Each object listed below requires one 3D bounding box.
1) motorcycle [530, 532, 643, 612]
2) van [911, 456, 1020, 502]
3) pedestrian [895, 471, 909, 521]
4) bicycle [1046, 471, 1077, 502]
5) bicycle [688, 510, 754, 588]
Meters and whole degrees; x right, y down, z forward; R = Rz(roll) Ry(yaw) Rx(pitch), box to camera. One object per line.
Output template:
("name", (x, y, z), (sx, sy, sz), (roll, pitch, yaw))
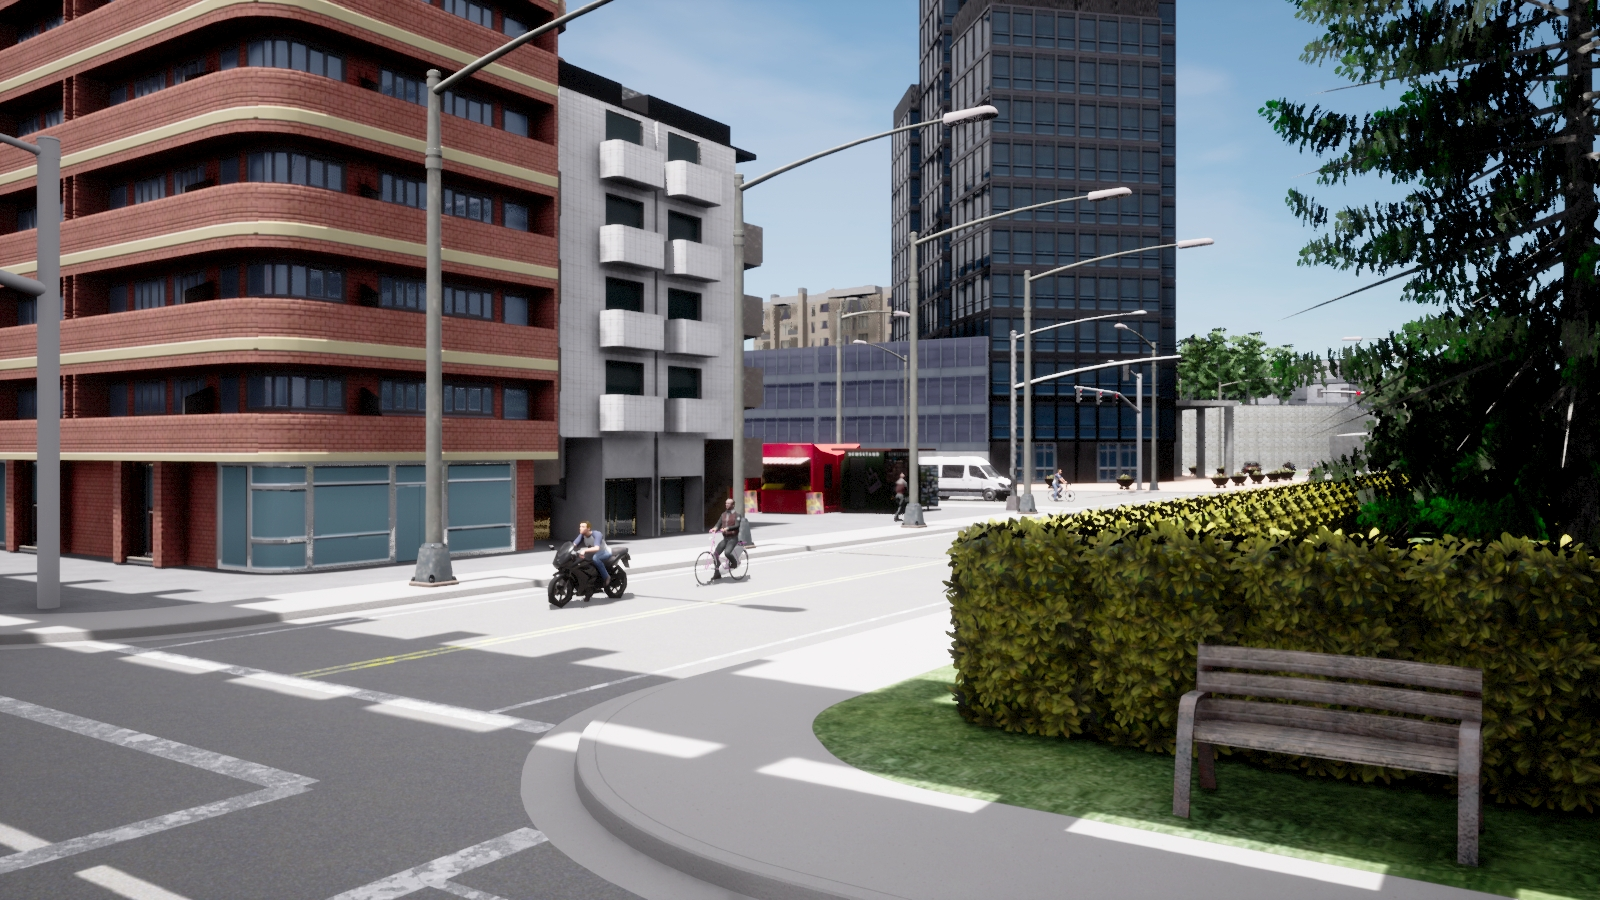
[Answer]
("motorcycle", (-3.850, 2.174, 20.756), (0.803, 1.224, 2.033), (0, 0, 34))
("van", (9.525, 1.656, 65.951), (5.915, 2.561, 1.988), (-1, -1, 33))
("pedestrian", (3.825, 1.731, 42.936), (0.375, 1.860, 0.375), (0, 0, 43))
("bicycle", (14.471, 2.009, 63.202), (1.643, 1.717, 0.373), (0, 0, 33))
("bicycle", (-1.641, 2.048, 23.979), (0.329, 1.496, 1.835), (0, 0, 34))
